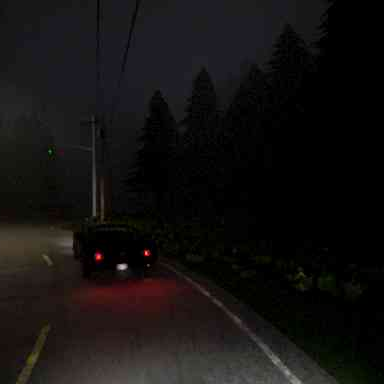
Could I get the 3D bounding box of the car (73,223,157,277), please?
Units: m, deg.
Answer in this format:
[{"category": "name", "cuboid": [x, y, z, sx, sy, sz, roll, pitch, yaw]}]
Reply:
[{"category": "car", "cuboid": [-2.672, 1.654, 10.595, 1.895, 1.301, 4.718, 0, 0, -24]}]
